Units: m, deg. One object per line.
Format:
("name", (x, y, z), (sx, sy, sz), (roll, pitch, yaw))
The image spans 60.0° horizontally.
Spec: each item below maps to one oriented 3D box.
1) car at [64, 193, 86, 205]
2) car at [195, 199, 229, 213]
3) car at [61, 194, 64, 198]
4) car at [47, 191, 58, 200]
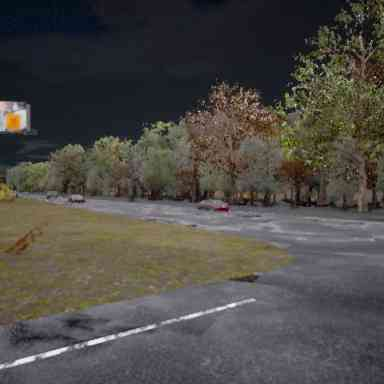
("car", (-18.428, 1.158, 53.015), (1.882, 1.535, 5.008), (0, 0, -34))
("car", (2.064, 1.403, 35.333), (1.994, 1.385, 4.181), (0, 0, -34))
("car", (-32.672, 1.029, 86.424), (1.895, 1.301, 4.718), (0, 0, -34))
("car", (-33.049, 0.701, 78.724), (2.150, 2.045, 5.566), (0, 0, -27))
